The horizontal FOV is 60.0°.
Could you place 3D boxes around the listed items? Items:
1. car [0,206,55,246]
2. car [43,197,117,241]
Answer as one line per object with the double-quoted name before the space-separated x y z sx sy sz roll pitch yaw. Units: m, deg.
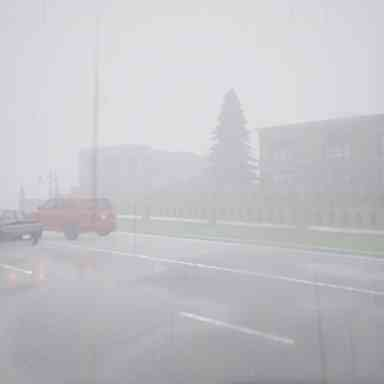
"car" -8.269 1.492 14.066 4.902 1.511 2.128 0 0 36
"car" -6.261 1.255 16.933 5.566 2.045 2.150 0 0 36
